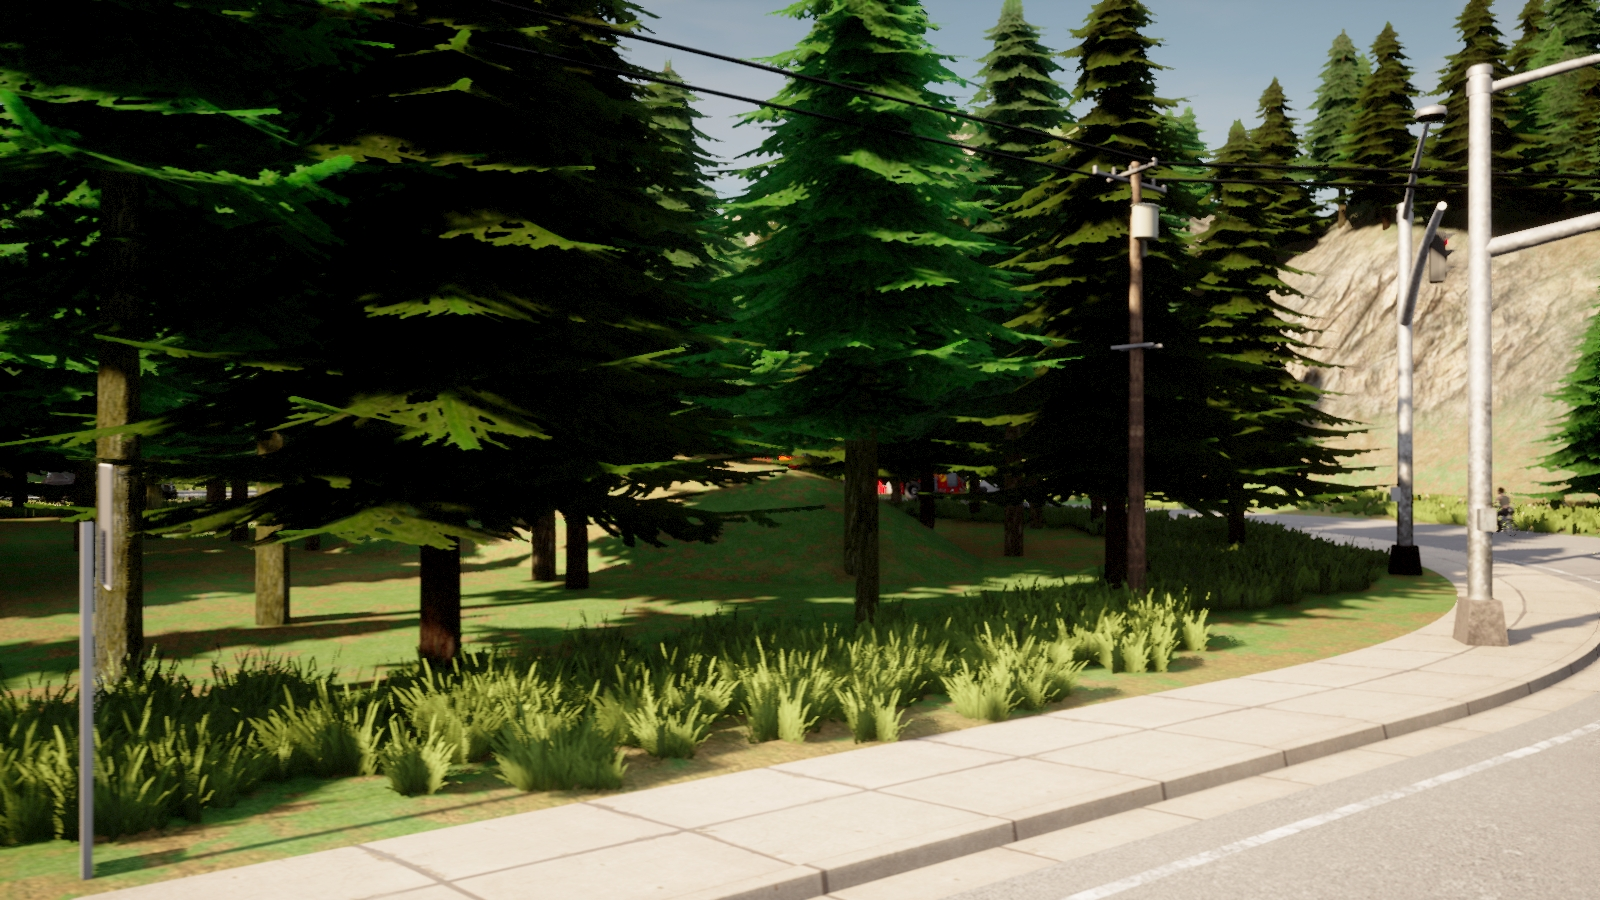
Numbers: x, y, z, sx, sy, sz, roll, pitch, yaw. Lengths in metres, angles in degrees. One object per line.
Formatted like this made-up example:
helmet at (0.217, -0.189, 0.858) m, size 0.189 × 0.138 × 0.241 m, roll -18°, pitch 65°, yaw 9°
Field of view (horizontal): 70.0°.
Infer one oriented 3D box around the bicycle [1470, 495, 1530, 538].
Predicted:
bicycle at (22.486, 2.120, 36.732) m, size 0.859 × 1.276 × 1.487 m, roll 0°, pitch 0°, yaw -10°
